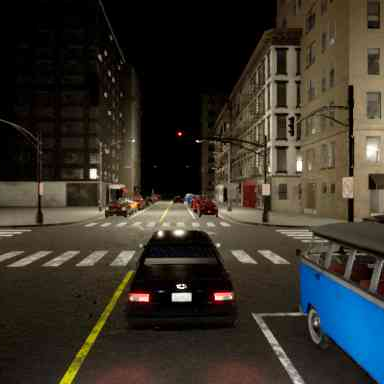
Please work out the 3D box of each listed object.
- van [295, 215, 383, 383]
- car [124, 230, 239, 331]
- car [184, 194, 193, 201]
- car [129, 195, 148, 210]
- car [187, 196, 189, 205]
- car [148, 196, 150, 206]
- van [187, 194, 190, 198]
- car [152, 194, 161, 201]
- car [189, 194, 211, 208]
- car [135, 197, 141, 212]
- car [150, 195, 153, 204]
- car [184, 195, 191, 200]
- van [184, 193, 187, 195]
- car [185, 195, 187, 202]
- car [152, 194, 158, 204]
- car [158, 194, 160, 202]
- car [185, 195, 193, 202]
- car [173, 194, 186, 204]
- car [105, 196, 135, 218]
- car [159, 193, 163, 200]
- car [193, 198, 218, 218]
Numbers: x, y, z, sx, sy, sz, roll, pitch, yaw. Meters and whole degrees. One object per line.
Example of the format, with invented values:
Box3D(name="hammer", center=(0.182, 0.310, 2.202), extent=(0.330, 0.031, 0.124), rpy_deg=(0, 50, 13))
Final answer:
Box3D(name="van", center=(2.536, 1.341, 3.702), extent=(1.690, 1.788, 3.998), rpy_deg=(0, 0, -2))
Box3D(name="car", center=(-0.257, 1.547, 7.258), extent=(2.033, 1.411, 5.357), rpy_deg=(0, 0, -2))
Box3D(name="car", center=(-0.940, 1.427, 84.602), extent=(1.967, 1.590, 4.097), rpy_deg=(0, 0, -2))
Box3D(name="car", center=(-7.100, 1.315, 41.022), extent=(2.192, 1.841, 5.009), rpy_deg=(0, 0, -2))
Box3D(name="car", center=(0.685, 1.544, 46.771), extent=(1.887, 1.381, 4.507), rpy_deg=(0, 0, -2))
Box3D(name="car", center=(-7.325, 1.525, 46.256), extent=(1.752, 1.417, 4.829), rpy_deg=(0, 0, -2))
Box3D(name="van", center=(0.453, 1.339, 52.176), extent=(1.690, 1.788, 3.998), rpy_deg=(0, 0, -2))
Box3D(name="car", center=(-8.958, 1.427, 84.258), extent=(1.967, 1.590, 4.097), rpy_deg=(0, 0, -2))
Box3D(name="car", center=(1.150, 1.315, 35.961), extent=(2.192, 1.841, 5.009), rpy_deg=(0, 0, -2))
Box3D(name="car", center=(-6.861, 1.526, 35.447), extent=(1.752, 1.417, 4.829), rpy_deg=(0, 0, -2))
Box3D(name="car", center=(-7.565, 1.564, 51.831), extent=(1.947, 1.339, 4.313), rpy_deg=(0, 0, -2))
Box3D(name="car", center=(-1.172, 1.530, 90.006), extent=(1.887, 1.381, 4.507), rpy_deg=(0, 0, -2))
Box3D(name="van", center=(-0.475, 1.332, 73.793), extent=(1.690, 1.788, 3.998), rpy_deg=(0, 0, -2))
Box3D(name="car", center=(0.221, 1.562, 57.580), extent=(1.947, 1.339, 4.313), rpy_deg=(0, 0, -2))
Box3D(name="car", center=(-8.029, 1.545, 62.640), extent=(2.008, 1.369, 4.403), rpy_deg=(0, 0, -2))
Box3D(name="car", center=(-8.261, 1.558, 68.044), extent=(1.947, 1.339, 4.313), rpy_deg=(0, 0, -2))
Box3D(name="car", center=(-0.715, 1.514, 79.368), extent=(1.752, 1.417, 4.829), rpy_deg=(0, 0, -2))
Box3D(name="car", center=(-2.488, 1.521, 61.353), extent=(1.812, 1.442, 4.674), rpy_deg=(0, 0, -3))
Box3D(name="car", center=(-6.636, 1.440, 30.213), extent=(1.967, 1.590, 4.097), rpy_deg=(0, 0, -2))
Box3D(name="car", center=(-8.725, 1.304, 78.853), extent=(2.192, 1.841, 5.009), rpy_deg=(0, 0, -2))
Box3D(name="car", center=(1.382, 1.545, 30.557), extent=(1.887, 1.381, 4.507), rpy_deg=(0, 0, -2))
